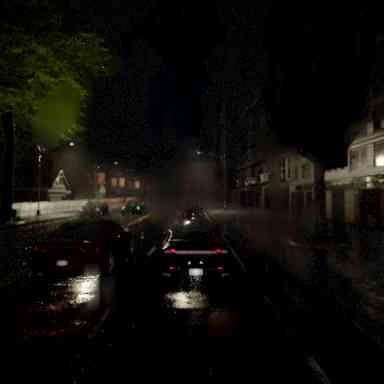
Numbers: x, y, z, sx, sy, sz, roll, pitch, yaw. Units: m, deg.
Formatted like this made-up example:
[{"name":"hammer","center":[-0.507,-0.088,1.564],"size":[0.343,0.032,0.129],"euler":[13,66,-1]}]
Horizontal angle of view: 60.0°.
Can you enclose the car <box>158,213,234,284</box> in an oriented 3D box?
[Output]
[{"name":"car","center":[0.096,1.601,9.896],"size":[2.128,1.511,4.902],"euler":[0,0,0]}]

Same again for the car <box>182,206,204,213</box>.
[{"name":"car","center":[0.091,1.917,29.562],"size":[1.895,1.301,4.718],"euler":[0,-1,0]}]

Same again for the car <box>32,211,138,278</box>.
[{"name":"car","center":[-3.154,1.593,10.550],"size":[1.882,1.535,5.008],"euler":[0,0,0]}]

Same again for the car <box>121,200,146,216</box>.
[{"name":"car","center":[-6.589,1.749,37.765],"size":[2.097,1.767,4.553],"euler":[0,-1,0]}]

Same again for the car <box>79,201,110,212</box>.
[{"name":"car","center":[-9.849,1.710,33.747],"size":[2.097,1.767,4.553],"euler":[0,-1,0]}]
